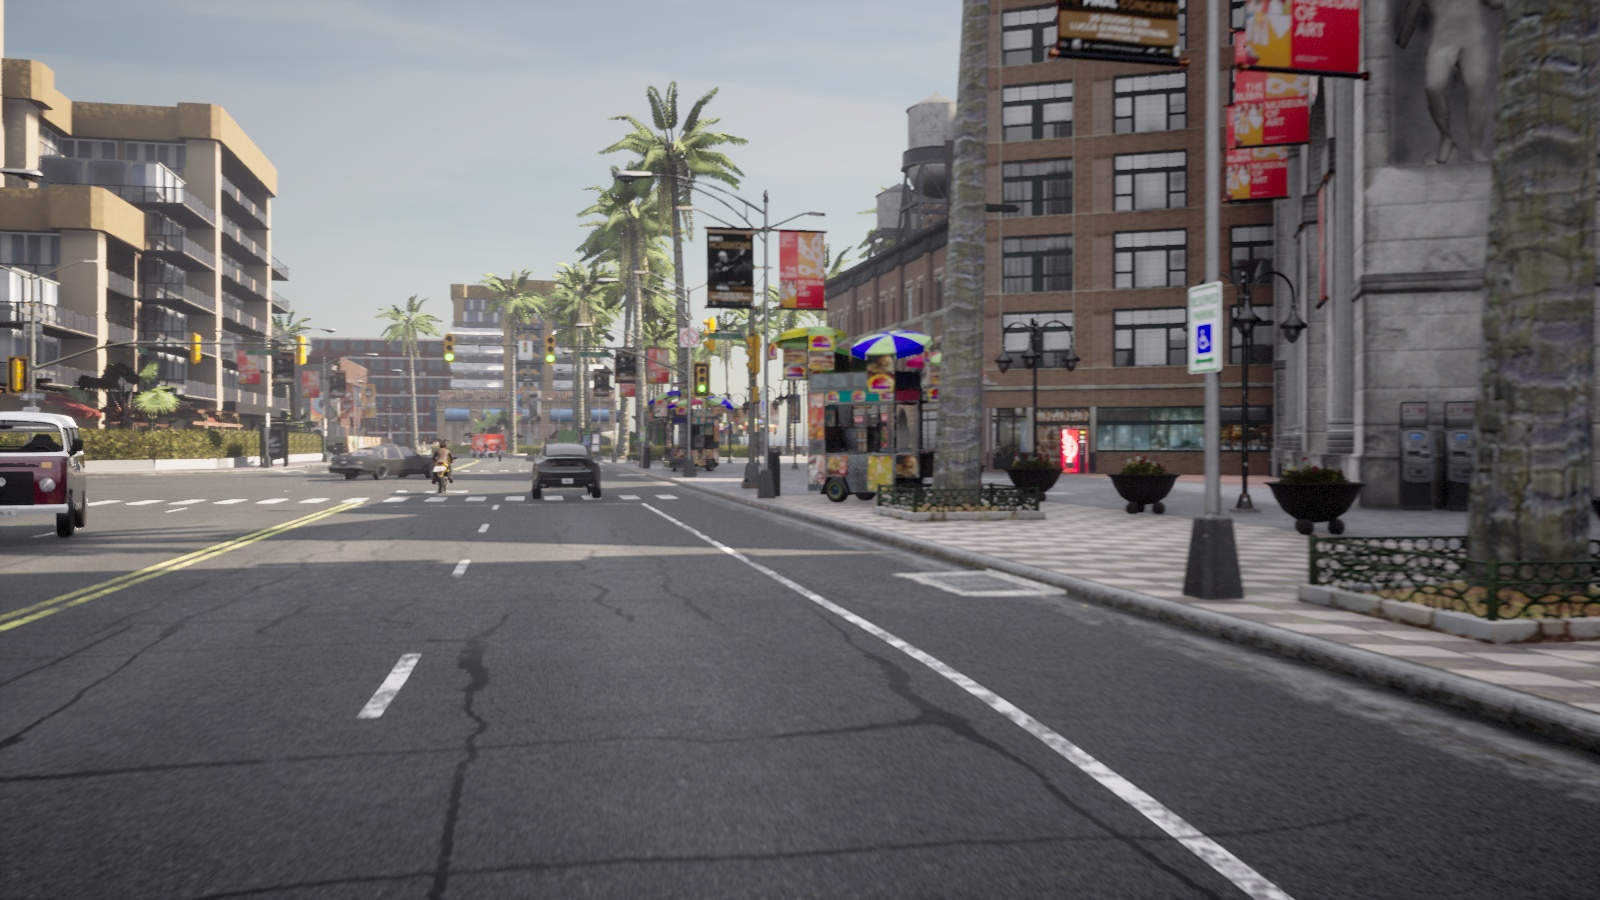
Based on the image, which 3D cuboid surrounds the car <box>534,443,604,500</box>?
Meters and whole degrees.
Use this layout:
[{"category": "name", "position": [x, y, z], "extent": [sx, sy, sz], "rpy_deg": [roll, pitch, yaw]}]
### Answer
[{"category": "car", "position": [-6.645, 0.551, 35.756], "extent": [1.837, 1.490, 4.892], "rpy_deg": [0, 0, -12]}]

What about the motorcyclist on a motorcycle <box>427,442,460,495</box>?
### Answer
[{"category": "motorcyclist on a motorcycle", "position": [-10.502, 0.521, 37.079], "extent": [0.797, 1.523, 2.044], "rpy_deg": [0, 0, -12]}]

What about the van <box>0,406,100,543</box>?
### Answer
[{"category": "van", "position": [-12.867, 0.355, 20.663], "extent": [2.069, 2.038, 4.480], "rpy_deg": [0, 0, -26]}]

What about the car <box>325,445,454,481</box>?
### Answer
[{"category": "car", "position": [-17.109, 0.499, 52.649], "extent": [2.033, 1.411, 5.357], "rpy_deg": [0, 0, 25]}]
